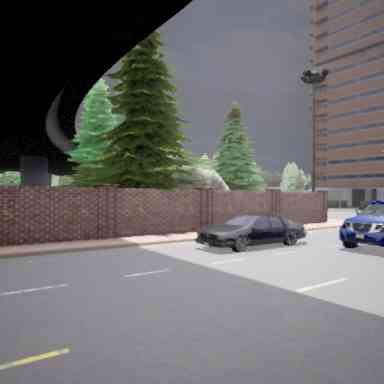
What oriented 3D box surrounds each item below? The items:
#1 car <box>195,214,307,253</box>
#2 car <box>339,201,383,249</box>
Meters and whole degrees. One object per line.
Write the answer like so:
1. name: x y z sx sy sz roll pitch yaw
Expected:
1. car: 2.742 1.663 14.481 5.357 1.411 2.033 1 0 -35
2. car: 8.721 1.395 14.385 5.566 2.045 2.150 1 -1 -35
